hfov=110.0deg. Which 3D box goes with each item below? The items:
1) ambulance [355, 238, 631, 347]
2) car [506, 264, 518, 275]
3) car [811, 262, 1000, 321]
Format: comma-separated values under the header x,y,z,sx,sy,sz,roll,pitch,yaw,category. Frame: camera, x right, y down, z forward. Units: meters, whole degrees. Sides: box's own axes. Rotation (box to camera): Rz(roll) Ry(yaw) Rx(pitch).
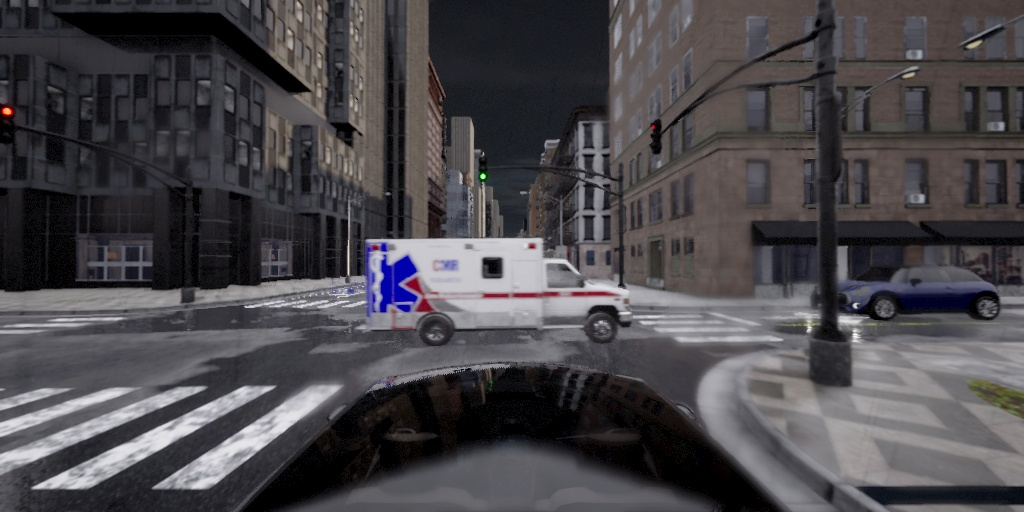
x,y,z,sx,sy,sz,roll,pitch,yaw,category
-0.350,0.835,9.089,6.366,2.431,2.351,0,-1,0,ambulance
-0.007,1.971,54.840,1.882,1.535,5.008,0,-1,0,car
12.668,1.087,11.804,4.553,1.767,2.097,0,-1,1,car
